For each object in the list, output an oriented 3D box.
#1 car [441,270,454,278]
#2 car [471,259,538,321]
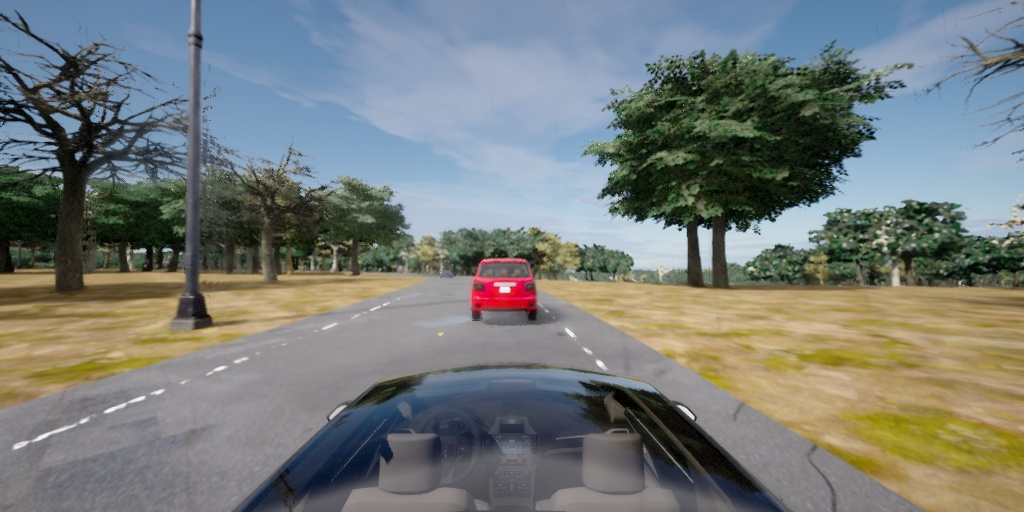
[{"bbox_3d":[-10.712,3.004,59.194,1.994,1.385,4.181,0,-2,-13],"label":"car"},{"bbox_3d":[-0.325,1.131,13.403,2.150,2.045,5.566,0,-1,-3],"label":"car"}]
